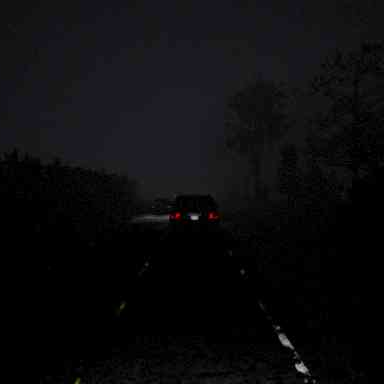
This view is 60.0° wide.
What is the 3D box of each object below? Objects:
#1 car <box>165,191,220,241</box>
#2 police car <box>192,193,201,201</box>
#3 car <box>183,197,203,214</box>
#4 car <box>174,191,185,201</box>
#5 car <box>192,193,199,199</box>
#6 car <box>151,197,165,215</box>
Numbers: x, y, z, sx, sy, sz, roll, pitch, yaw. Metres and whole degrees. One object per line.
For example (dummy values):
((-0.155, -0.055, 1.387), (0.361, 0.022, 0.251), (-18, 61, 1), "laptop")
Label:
((0.113, 1.122, 16.091), (2.150, 2.045, 5.566), (0, 0, 0), "car")
((0.891, 1.059, 72.342), (1.930, 1.638, 5.238), (0, 0, 0), "police car")
((0.131, 1.282, 33.963), (1.882, 1.535, 5.008), (0, 0, 0), "car")
((-2.684, 0.771, 72.670), (2.150, 2.045, 5.566), (0, 0, 0), "car")
((0.906, 1.085, 88.232), (1.837, 1.490, 4.892), (0, 0, 0), "car")
((-2.818, 1.292, 32.009), (1.882, 1.535, 5.008), (0, 0, 0), "car")
